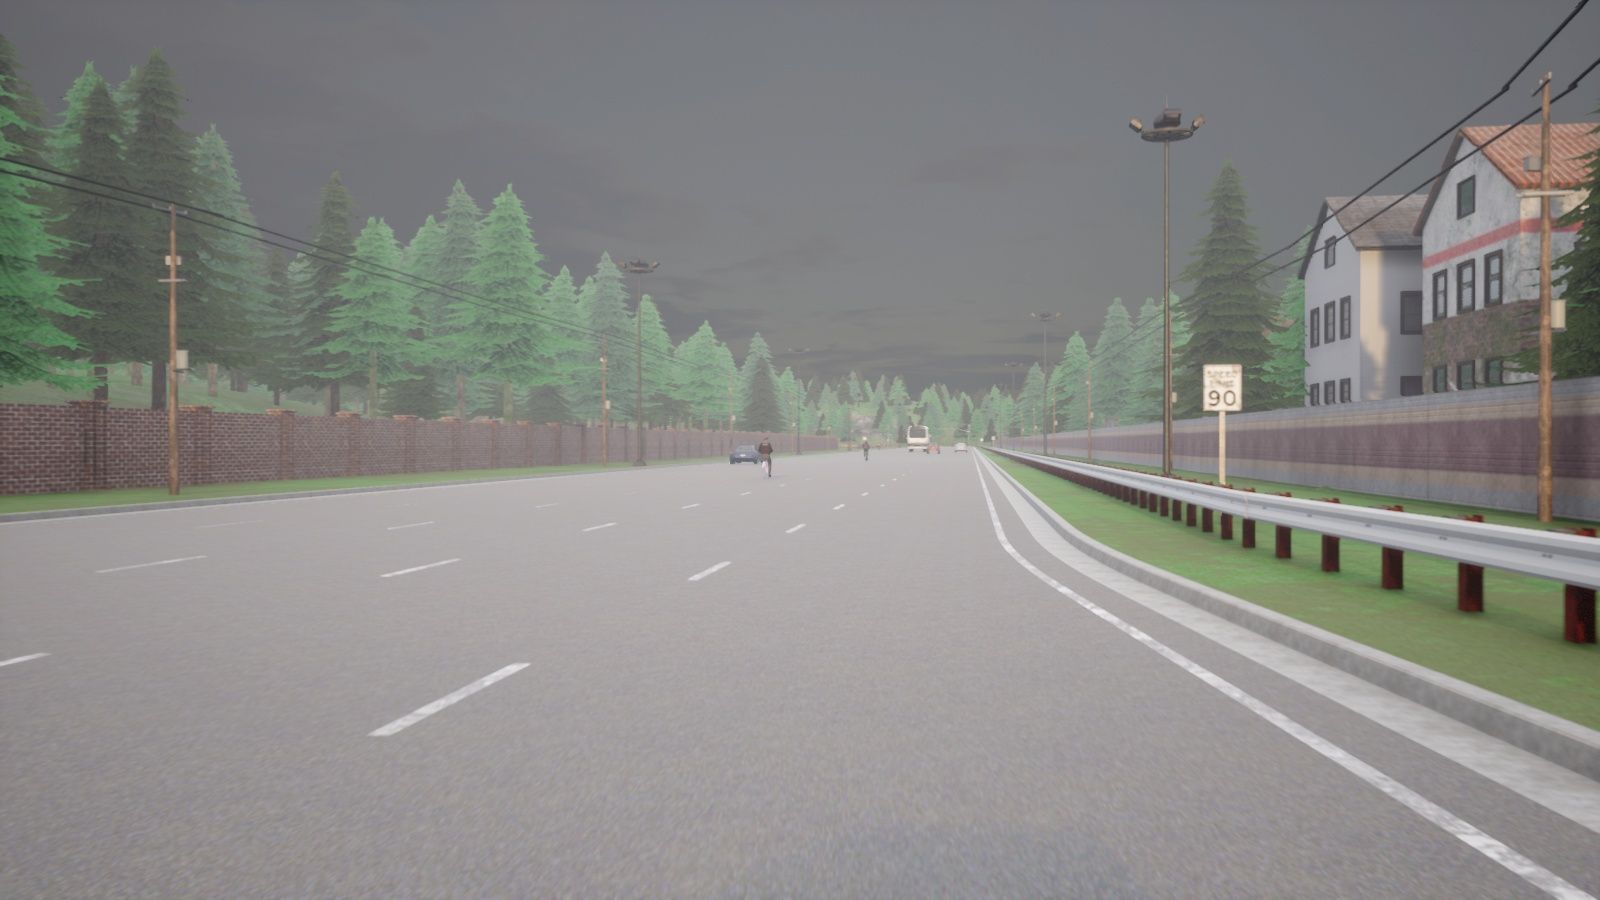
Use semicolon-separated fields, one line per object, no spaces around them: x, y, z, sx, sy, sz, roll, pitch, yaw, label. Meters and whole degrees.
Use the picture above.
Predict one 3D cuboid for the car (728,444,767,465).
-3.607;0.308;87.498;1.994;1.385;4.181;0;0;8;car
